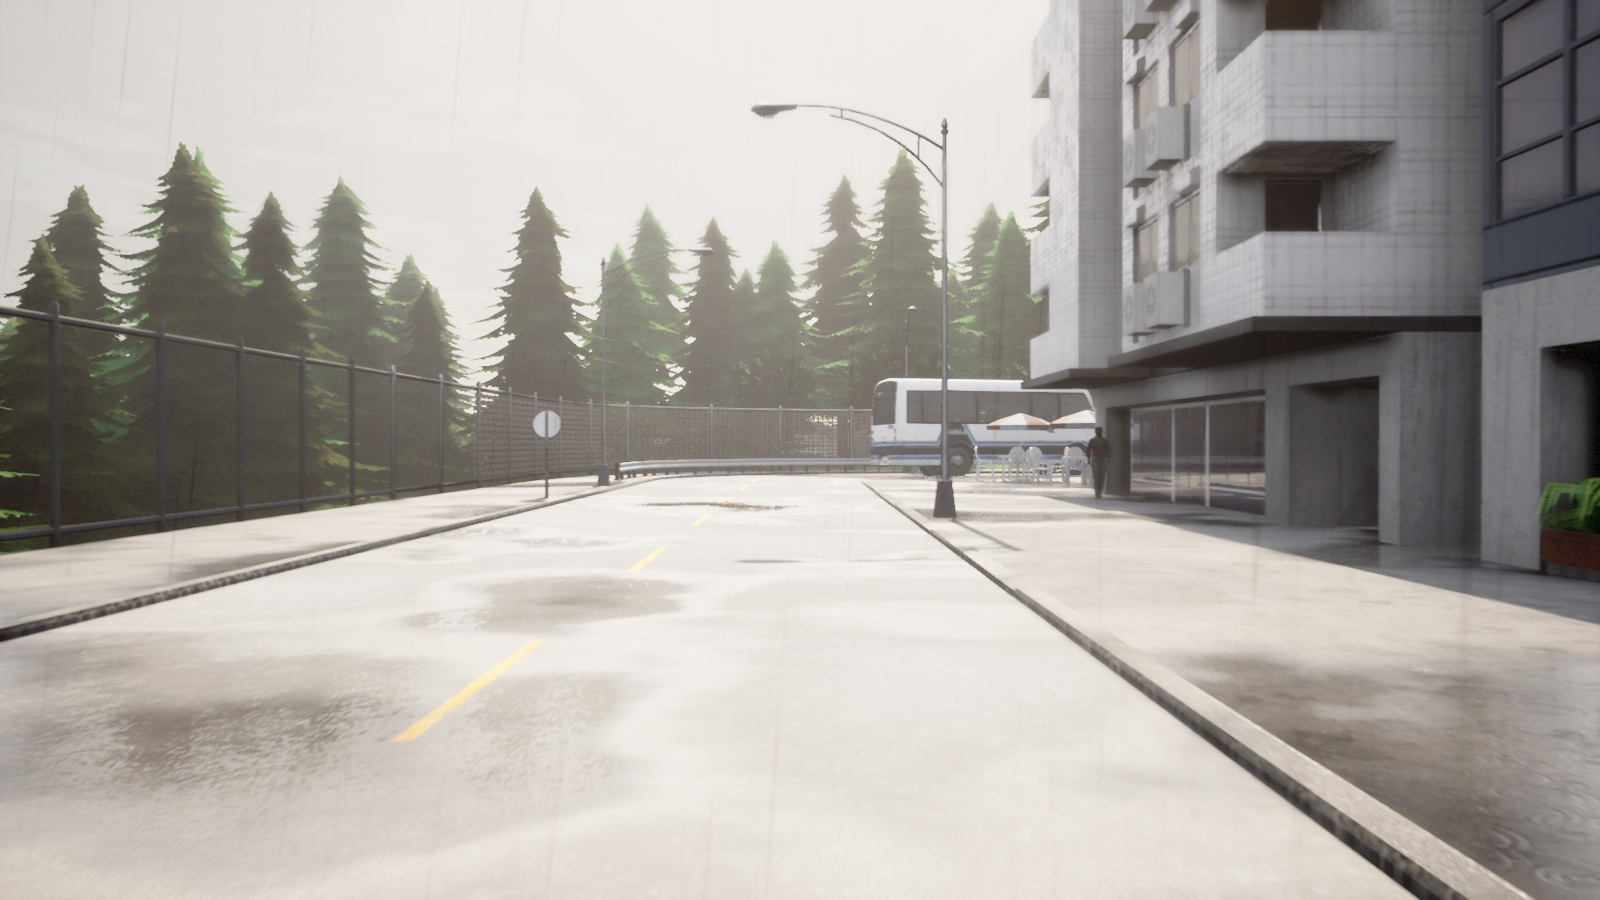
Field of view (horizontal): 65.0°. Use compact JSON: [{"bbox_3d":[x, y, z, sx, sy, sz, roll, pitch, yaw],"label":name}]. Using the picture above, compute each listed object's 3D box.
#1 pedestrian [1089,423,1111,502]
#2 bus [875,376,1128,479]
[{"bbox_3d":[7.434,0.304,31.126,0.402,1.930,0.666,0,0,0],"label":"pedestrian"},{"bbox_3d":[8.831,-0.933,55.231,10.273,4.253,3.944,0,0,-17],"label":"bus"}]
